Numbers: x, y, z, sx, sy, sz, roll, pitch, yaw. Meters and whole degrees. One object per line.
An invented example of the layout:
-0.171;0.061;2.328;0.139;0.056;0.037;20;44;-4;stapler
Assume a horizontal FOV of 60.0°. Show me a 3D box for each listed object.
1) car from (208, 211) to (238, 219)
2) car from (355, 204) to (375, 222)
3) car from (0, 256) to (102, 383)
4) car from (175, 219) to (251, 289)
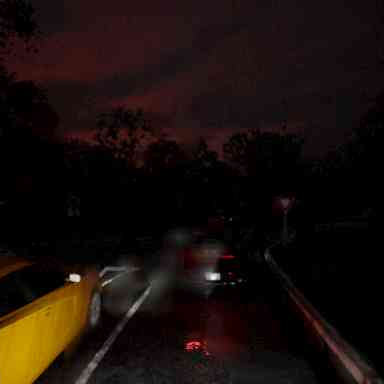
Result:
3.394;3.161;37.828;2.150;2.045;5.566;2;-4;-15;car
22.695;2.383;40.349;5.566;2.045;2.150;-5;-3;-8;car
-2.589;1.512;4.005;1.882;1.535;5.008;0;-1;2;car
0.564;1.706;9.686;1.837;1.490;4.892;0;-3;2;car
